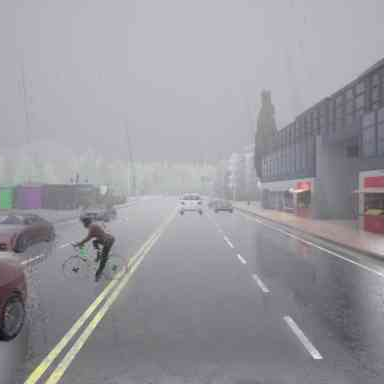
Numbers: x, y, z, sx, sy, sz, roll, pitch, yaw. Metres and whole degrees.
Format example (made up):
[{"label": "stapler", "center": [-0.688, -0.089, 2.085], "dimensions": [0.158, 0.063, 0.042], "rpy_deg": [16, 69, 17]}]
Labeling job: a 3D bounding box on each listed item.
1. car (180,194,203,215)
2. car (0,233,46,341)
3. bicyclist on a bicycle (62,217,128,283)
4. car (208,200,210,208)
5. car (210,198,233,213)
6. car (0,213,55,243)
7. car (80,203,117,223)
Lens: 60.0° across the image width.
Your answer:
[{"label": "car", "center": [-0.084, 1.224, 34.478], "dimensions": [2.150, 2.045, 5.566], "rpy_deg": [0, 0, 0]}, {"label": "car", "center": [-3.602, 1.526, 3.788], "dimensions": [1.812, 1.442, 4.674], "rpy_deg": [0, 0, -1]}, {"label": "bicyclist on a bicycle", "center": [-2.450, 1.455, 8.346], "dimensions": [1.656, 1.620, 0.582], "rpy_deg": [-2, 0, -1]}, {"label": "car", "center": [3.299, 1.526, 46.806], "dimensions": [1.812, 1.442, 4.674], "rpy_deg": [0, 0, 0]}, {"label": "car", "center": [3.380, 1.547, 36.629], "dimensions": [2.033, 1.411, 5.357], "rpy_deg": [0, 0, 0]}, {"label": "car", "center": [-7.192, 1.564, 13.428], "dimensions": [1.994, 1.385, 4.181], "rpy_deg": [0, 0, 0]}, {"label": "car", "center": [-7.149, 1.564, 25.703], "dimensions": [1.994, 1.385, 4.181], "rpy_deg": [0, 0, 0]}]
